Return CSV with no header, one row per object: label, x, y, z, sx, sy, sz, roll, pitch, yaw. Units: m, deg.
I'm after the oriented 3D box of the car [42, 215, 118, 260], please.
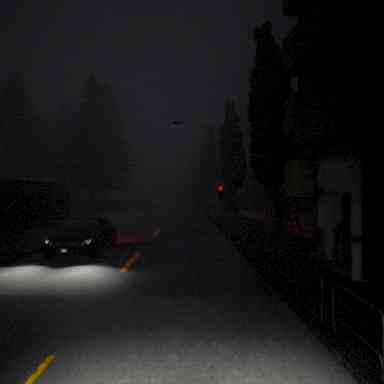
car,-4.213,1.679,13.241,1.812,1.442,4.674,0,-1,0
